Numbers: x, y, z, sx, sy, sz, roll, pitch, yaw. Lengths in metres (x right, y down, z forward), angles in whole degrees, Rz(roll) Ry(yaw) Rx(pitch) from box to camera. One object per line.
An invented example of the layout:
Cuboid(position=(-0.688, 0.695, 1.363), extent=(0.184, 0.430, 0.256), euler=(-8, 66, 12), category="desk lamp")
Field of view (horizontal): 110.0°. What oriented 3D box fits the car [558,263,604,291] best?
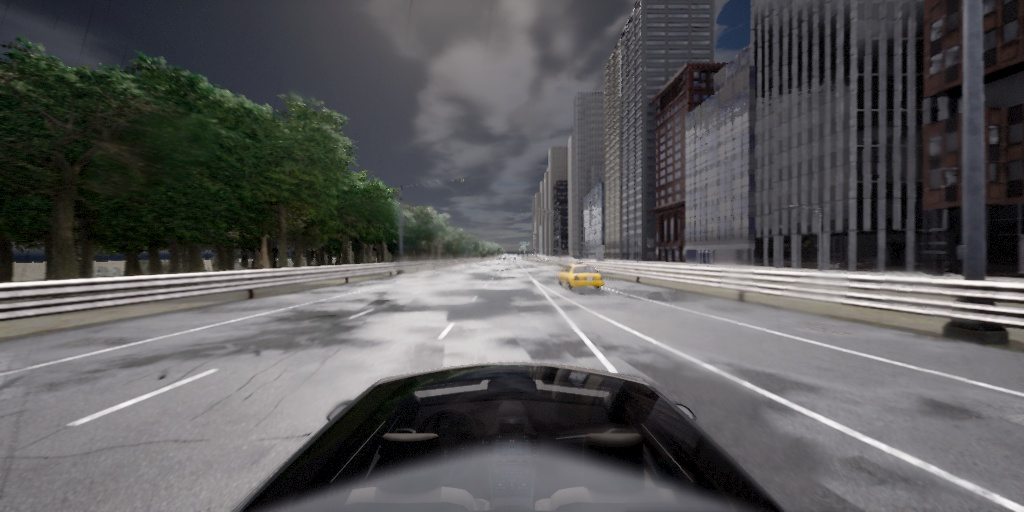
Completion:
Cuboid(position=(4.026, 1.182, 21.773), extent=(1.801, 1.575, 5.366), euler=(0, 0, -3), category="car")
